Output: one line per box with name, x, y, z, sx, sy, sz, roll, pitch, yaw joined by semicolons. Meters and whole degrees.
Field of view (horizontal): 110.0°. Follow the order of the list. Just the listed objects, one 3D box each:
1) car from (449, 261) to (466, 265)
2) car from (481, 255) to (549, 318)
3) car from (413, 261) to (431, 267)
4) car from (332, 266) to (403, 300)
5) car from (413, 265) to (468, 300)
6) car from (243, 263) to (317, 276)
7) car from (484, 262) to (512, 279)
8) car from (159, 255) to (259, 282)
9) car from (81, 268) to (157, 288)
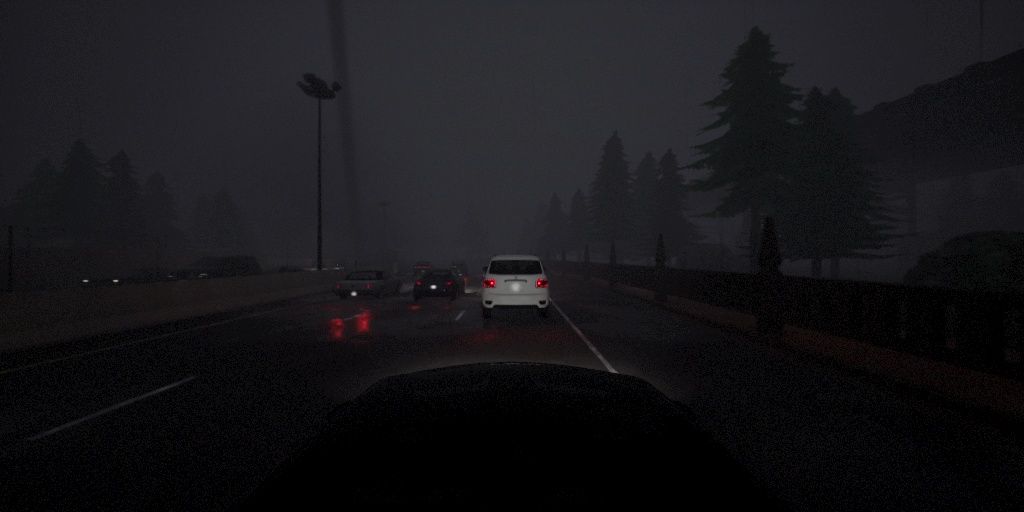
car;-5.633;1.271;37.367;2.128;1.511;4.902;0;0;-11
car;0.096;0.981;13.237;2.150;2.045;5.566;0;0;0
car;-9.192;1.284;37.395;1.837;1.490;4.892;0;0;-11
car;-6.970;1.364;17.906;1.895;1.301;4.718;0;0;-1
car;-3.476;1.327;17.666;1.994;1.385;4.181;0;0;-1
car;-14.451;1.331;22.734;1.994;1.385;4.181;0;0;-4
car;-1.419;1.324;34.020;2.033;1.411;5.357;0;0;-9
car;-17.798;0.987;21.867;2.150;2.045;5.566;0;0;-3
car;-21.281;1.366;20.592;1.895;1.301;4.718;0;0;-3
